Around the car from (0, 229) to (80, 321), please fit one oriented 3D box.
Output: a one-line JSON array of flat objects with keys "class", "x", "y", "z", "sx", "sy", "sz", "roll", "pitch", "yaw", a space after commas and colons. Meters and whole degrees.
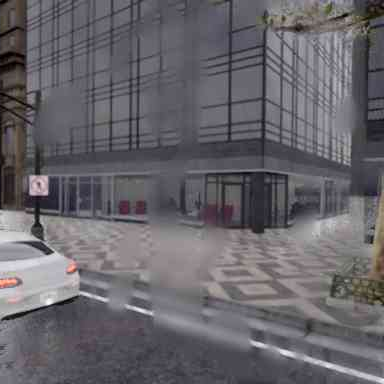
[{"class": "car", "x": -4.161, "y": 1.483, "z": 6.651, "sx": 4.674, "sy": 1.442, "sz": 1.812, "roll": 0, "pitch": 0, "yaw": 35}]
